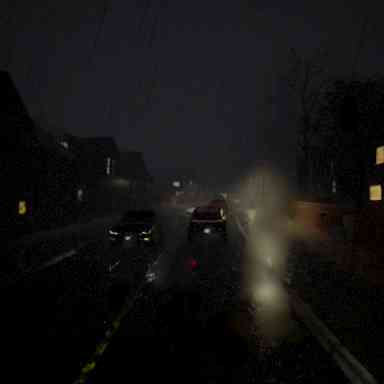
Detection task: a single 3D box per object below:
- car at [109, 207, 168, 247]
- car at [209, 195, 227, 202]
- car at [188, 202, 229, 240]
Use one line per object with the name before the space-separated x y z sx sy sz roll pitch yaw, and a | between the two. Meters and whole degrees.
car | -2.254 1.493 14.973 1.837 1.490 4.892 0 0 4
car | 2.778 1.406 34.182 1.882 1.535 5.008 0 0 8
car | 0.846 1.472 16.891 2.128 1.511 4.902 0 0 4
